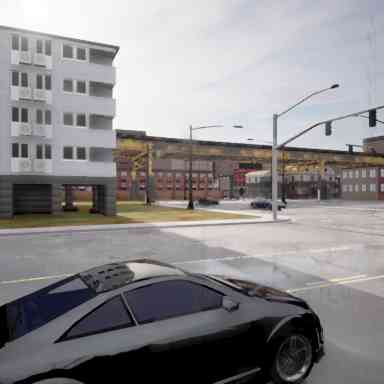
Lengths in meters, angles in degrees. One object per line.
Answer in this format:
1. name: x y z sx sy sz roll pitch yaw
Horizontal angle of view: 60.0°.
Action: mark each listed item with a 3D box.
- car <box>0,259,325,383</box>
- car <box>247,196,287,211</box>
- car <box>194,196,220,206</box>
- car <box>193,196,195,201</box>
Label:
1. car: -0.379 1.564 4.054 4.181 1.385 1.994 0 0 -30
2. car: 9.275 1.547 41.000 2.033 1.411 5.357 0 0 -25
3. car: 2.690 1.547 55.358 2.033 1.411 5.357 0 0 -21
4. car: 1.279 1.421 70.669 1.812 1.442 4.674 0 0 14
